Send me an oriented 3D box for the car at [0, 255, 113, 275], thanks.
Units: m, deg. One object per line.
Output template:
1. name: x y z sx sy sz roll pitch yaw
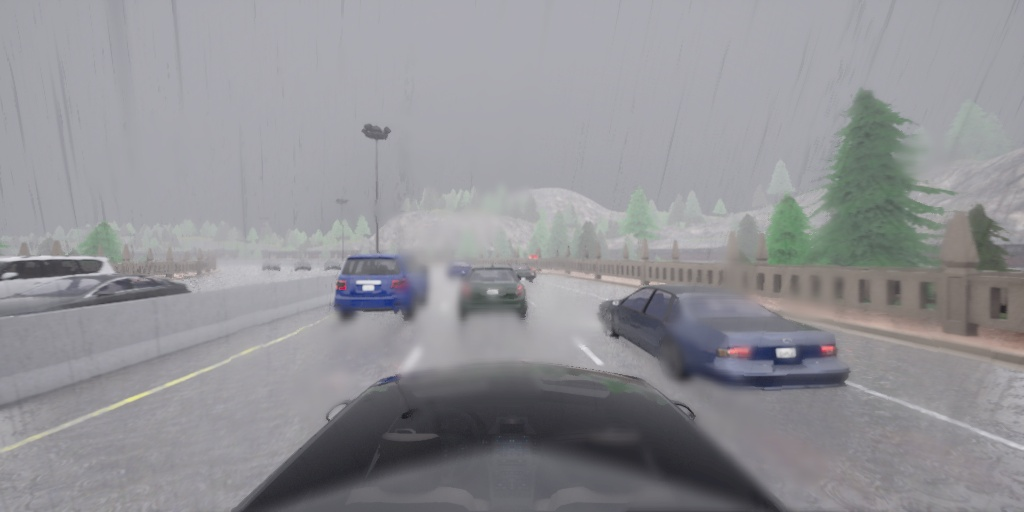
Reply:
1. car: -14.701 1.003 10.346 2.150 2.045 5.566 0 0 -7

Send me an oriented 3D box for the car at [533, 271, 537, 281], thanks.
1. car: 0.246 1.268 26.646 1.895 1.301 4.718 0 0 -14

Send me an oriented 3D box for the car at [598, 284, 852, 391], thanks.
1. car: 3.314 1.264 7.046 2.033 1.411 5.357 0 0 -4

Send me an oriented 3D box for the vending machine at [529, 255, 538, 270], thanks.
1. vending machine: 2.670 0.800 44.444 1.100 2.100 0.880 0 0 -23

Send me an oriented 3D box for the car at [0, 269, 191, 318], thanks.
1. car: -11.147 1.260 9.577 2.128 1.511 4.902 0 0 -6

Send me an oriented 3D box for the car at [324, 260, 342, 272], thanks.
1. car: -24.858 1.313 49.695 1.837 1.490 4.892 0 0 -32

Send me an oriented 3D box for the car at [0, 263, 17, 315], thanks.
1. car: -18.270 1.149 10.290 2.097 1.767 4.553 0 0 -7

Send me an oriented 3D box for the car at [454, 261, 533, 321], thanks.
1. car: -0.744 1.066 12.488 2.097 1.767 4.553 0 0 -6

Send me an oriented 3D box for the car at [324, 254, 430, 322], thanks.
1. car: -4.192 0.951 12.405 2.150 2.045 5.566 0 0 -6

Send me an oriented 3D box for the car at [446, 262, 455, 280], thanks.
1. car: -4.386 1.162 30.147 1.882 1.535 5.008 0 0 -16

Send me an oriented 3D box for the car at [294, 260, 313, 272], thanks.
1. car: -28.719 1.351 49.278 1.837 1.490 4.892 0 0 -33

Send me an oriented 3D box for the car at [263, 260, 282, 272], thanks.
1. car: -32.628 1.363 48.853 1.882 1.535 5.008 0 0 -34
